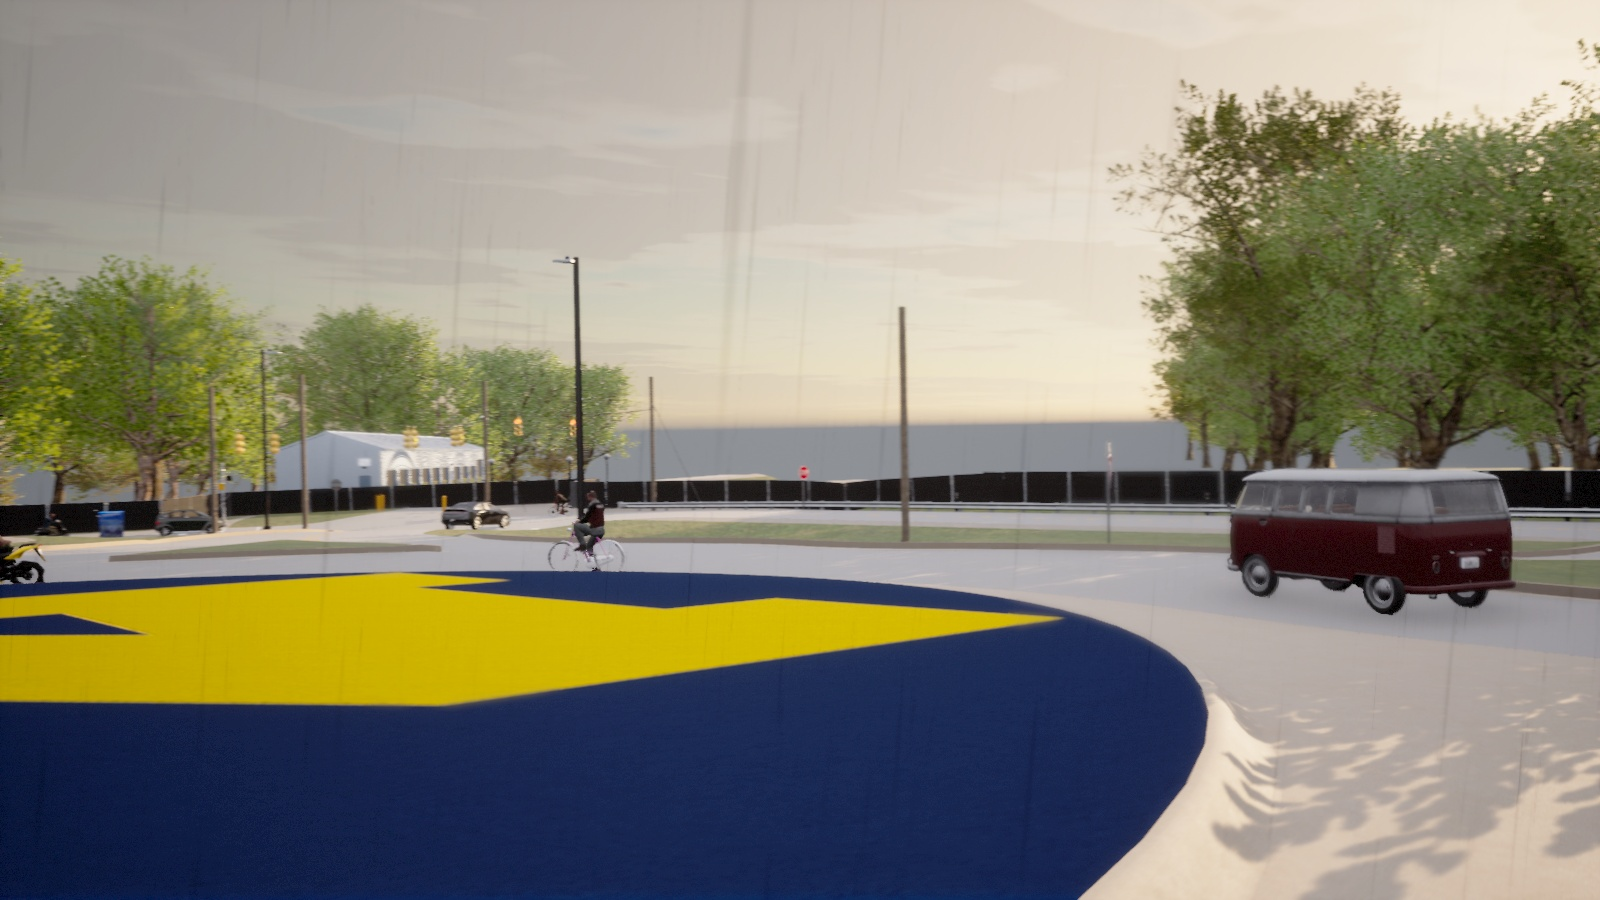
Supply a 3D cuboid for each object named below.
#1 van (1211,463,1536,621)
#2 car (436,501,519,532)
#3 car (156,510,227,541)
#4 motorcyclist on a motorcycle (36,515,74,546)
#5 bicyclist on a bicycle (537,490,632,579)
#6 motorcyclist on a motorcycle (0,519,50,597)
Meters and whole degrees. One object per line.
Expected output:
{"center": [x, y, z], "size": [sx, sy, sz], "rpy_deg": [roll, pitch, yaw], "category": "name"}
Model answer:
{"center": [8.281, 1.231, 18.659], "size": [1.775, 1.987, 4.442], "rpy_deg": [-2, 0, -19], "category": "van"}
{"center": [-17.384, 3.581, 67.985], "size": [2.128, 1.511, 4.902], "rpy_deg": [-1, -2, 17], "category": "car"}
{"center": [-36.252, 4.487, 74.921], "size": [3.705, 1.549, 1.789], "rpy_deg": [-1, 1, -23], "category": "car"}
{"center": [-42.479, 4.588, 71.596], "size": [1.817, 1.590, 0.866], "rpy_deg": [-1, 1, -33], "category": "motorcyclist on a motorcycle"}
{"center": [-4.435, 1.744, 25.849], "size": [1.843, 1.776, 0.659], "rpy_deg": [-2, -2, 25], "category": "bicyclist on a bicycle"}
{"center": [-16.529, 2.216, 25.530], "size": [2.044, 1.523, 0.797], "rpy_deg": [-2, -2, -20], "category": "motorcyclist on a motorcycle"}
